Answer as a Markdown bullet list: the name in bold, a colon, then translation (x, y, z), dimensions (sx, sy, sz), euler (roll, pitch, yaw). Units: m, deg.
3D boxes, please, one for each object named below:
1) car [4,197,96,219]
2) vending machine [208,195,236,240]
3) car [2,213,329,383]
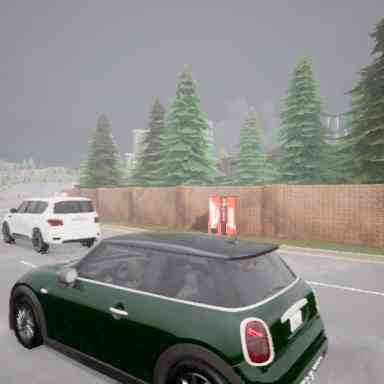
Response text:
- **car**: translation (-5.991, 1.222, 13.874), dimensions (5.566, 2.045, 2.150), euler (0, 0, 44)
- **vending machine**: translation (1.475, 1.195, 16.327), dimensions (0.880, 2.100, 1.100), euler (0, 0, 42)
- **car**: translation (-0.628, 1.351, 4.697), dimensions (4.553, 1.767, 2.097), euler (0, 0, 37)
